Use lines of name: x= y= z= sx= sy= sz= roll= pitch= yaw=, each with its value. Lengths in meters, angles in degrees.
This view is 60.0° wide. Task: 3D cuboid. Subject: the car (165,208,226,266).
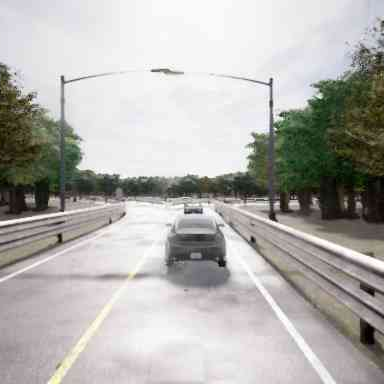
car: x=0.114 y=1.530 z=11.673 sx=1.837 sy=1.490 sz=4.892 roll=0 pitch=0 yaw=0

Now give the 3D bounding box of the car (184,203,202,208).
car: x=0.143 y=1.753 z=34.051 sx=1.895 sy=1.301 sz=4.718 roll=1 pitch=0 yaw=0
